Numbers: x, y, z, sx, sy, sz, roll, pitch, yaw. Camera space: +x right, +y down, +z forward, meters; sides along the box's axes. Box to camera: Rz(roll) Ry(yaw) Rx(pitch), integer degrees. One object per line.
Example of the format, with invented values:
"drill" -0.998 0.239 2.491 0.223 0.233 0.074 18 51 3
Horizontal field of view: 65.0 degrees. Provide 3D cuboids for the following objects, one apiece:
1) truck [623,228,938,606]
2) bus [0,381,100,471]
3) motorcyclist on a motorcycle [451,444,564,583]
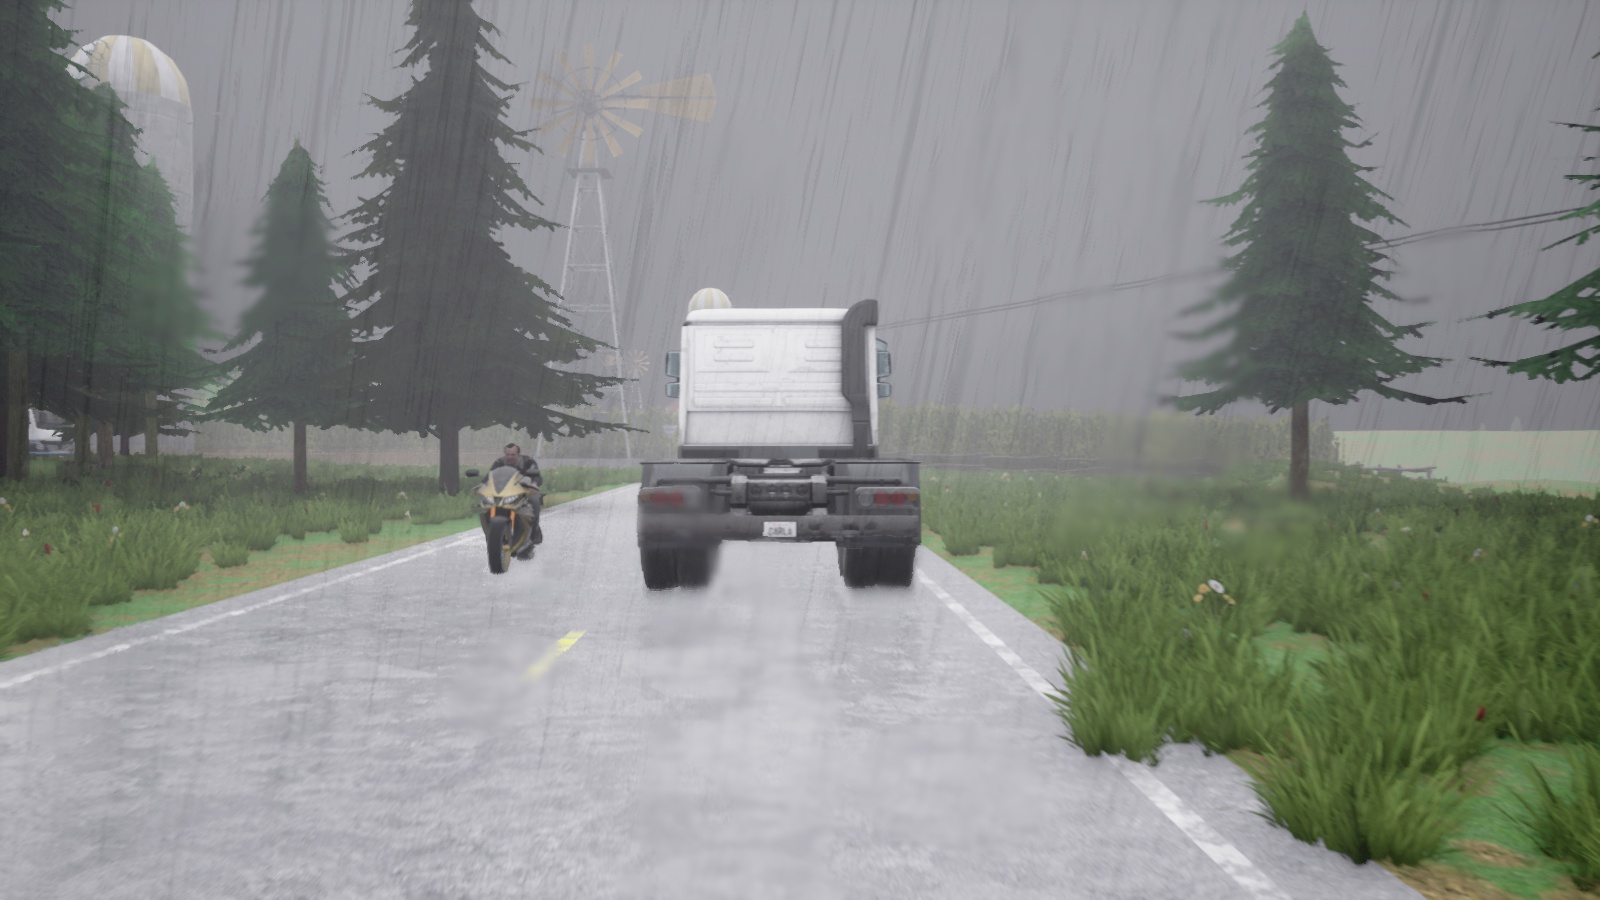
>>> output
"truck" -0.246 -0.323 15.482 2.891 3.462 7.936 0 0 -1
"bus" -40.379 -1.134 61.211 10.273 4.253 3.944 0 0 0
"motorcyclist on a motorcycle" -3.438 0.695 14.977 0.866 1.530 2.191 0 0 -1
